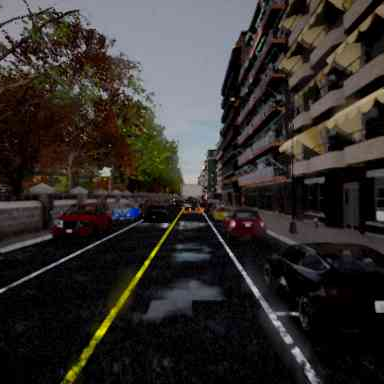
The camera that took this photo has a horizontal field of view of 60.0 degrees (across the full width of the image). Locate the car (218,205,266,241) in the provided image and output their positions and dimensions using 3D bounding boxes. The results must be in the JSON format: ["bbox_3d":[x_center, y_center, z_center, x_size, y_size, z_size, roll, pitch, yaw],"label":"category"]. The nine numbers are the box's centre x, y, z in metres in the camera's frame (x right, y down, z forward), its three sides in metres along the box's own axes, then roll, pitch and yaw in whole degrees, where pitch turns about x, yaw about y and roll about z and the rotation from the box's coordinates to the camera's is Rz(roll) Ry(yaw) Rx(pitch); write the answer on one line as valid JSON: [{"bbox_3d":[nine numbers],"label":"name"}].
[{"bbox_3d":[2.689,1.637,17.923,1.967,1.590,4.097,0,-1,0],"label":"car"}]

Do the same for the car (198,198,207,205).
[{"bbox_3d":[2.685,2.449,85.482,1.967,1.590,4.097,0,-1,0],"label":"car"}]

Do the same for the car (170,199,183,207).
[{"bbox_3d":[-3.002,2.320,70.992,1.837,1.490,4.892,0,-1,0],"label":"car"}]

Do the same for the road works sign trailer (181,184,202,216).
[{"bbox_3d":[-0.002,0.890,37.846,2.380,3.560,2.880,0,-1,0],"label":"road works sign trailer"}]

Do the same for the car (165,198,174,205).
[{"bbox_3d":[-5.695,2.449,85.480,1.967,1.590,4.097,0,-1,0],"label":"car"}]

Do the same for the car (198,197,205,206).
[{"bbox_3d":[2.686,2.410,74.222,1.887,1.381,4.507,0,-1,0],"label":"car"}]

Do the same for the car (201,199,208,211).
[{"bbox_3d":[2.687,2.089,46.073,1.947,1.339,4.313,0,-1,0],"label":"car"}]

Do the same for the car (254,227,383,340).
[{"bbox_3d":[2.689,1.639,6.663,1.947,1.339,4.313,0,-1,0],"label":"car"}]

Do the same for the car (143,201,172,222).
[{"bbox_3d":[-3.101,1.808,29.688,1.882,1.535,5.008,0,-1,0],"label":"car"}]

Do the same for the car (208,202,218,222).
[{"bbox_3d":[2.688,1.852,29.352,1.752,1.417,4.829,0,-1,0],"label":"car"}]

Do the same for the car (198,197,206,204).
[{"bbox_3d":[2.684,2.396,91.113,2.192,1.841,5.009,0,-1,0],"label":"car"}]

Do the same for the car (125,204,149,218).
[{"bbox_3d":[-5.693,1.972,34.811,1.802,1.307,4.206,0,-1,0],"label":"car"}]

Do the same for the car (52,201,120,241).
[{"bbox_3d":[-5.691,1.512,17.924,2.192,1.841,5.009,0,-1,0],"label":"car"}]

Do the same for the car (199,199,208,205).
[{"bbox_3d":[2.686,2.482,79.852,1.887,1.381,4.507,0,-1,0],"label":"car"}]

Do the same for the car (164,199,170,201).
[{"bbox_3d":[-5.695,2.377,79.853,1.967,1.590,4.097,0,-1,0],"label":"car"}]

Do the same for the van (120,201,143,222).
[{"bbox_3d":[-5.692,1.666,29.183,1.690,1.788,3.998,0,-1,0],"label":"van"}]

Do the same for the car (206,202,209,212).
[{"bbox_3d":[2.688,1.972,34.812,1.802,1.307,4.206,0,-1,0],"label":"car"}]
